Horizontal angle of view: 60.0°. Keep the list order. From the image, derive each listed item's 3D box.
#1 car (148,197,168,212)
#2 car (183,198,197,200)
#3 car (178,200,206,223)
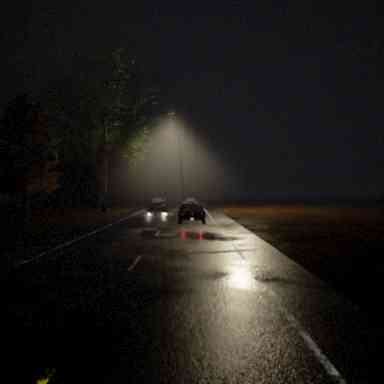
[{"bbox_3d":[-3.758,1.337,36.924,1.882,1.535,5.008,0,0,-1],"label":"car"},{"bbox_3d":[-0.233,1.405,42.046,1.994,1.385,4.181,0,0,-1],"label":"car"},{"bbox_3d":[-0.019,1.505,24.554,1.895,1.301,4.718,0,0,-1],"label":"car"}]
